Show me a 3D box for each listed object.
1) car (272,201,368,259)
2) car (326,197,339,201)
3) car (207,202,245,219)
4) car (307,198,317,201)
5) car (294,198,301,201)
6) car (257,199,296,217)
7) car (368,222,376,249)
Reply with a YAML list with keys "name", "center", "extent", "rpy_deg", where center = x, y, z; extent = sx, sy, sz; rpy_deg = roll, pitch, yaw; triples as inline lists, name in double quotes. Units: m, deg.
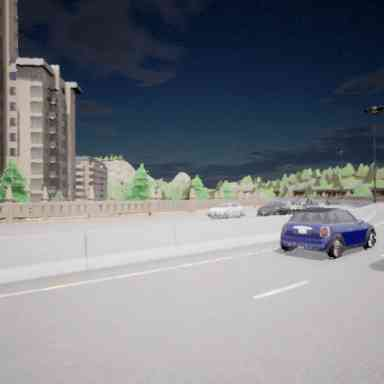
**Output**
- name: "car"
  center: [5.479, 1.413, 13.180]
  extent: [4.553, 1.767, 2.097]
  rpy_deg: [0, 0, -42]
- name: "car"
  center: [27.987, 1.791, 66.102]
  extent: [2.097, 1.767, 4.553]
  rpy_deg: [0, -1, 14]
- name: "car"
  center: [3.332, 1.718, 31.445]
  extent: [1.812, 1.442, 4.674]
  rpy_deg: [0, -1, 39]
- name: "car"
  center: [25.143, 1.895, 69.682]
  extent: [1.812, 1.442, 4.674]
  rpy_deg: [0, -1, 11]
- name: "car"
  center: [21.190, 2.027, 67.753]
  extent: [1.812, 1.442, 4.674]
  rpy_deg: [0, -1, 14]
- name: "car"
  center: [7.826, 1.696, 31.462]
  extent: [1.837, 1.490, 4.892]
  rpy_deg: [0, 0, 37]
- name: "car"
  center: [7.652, 1.535, 10.414]
  extent: [4.902, 1.511, 2.128]
  rpy_deg: [0, 0, -42]
